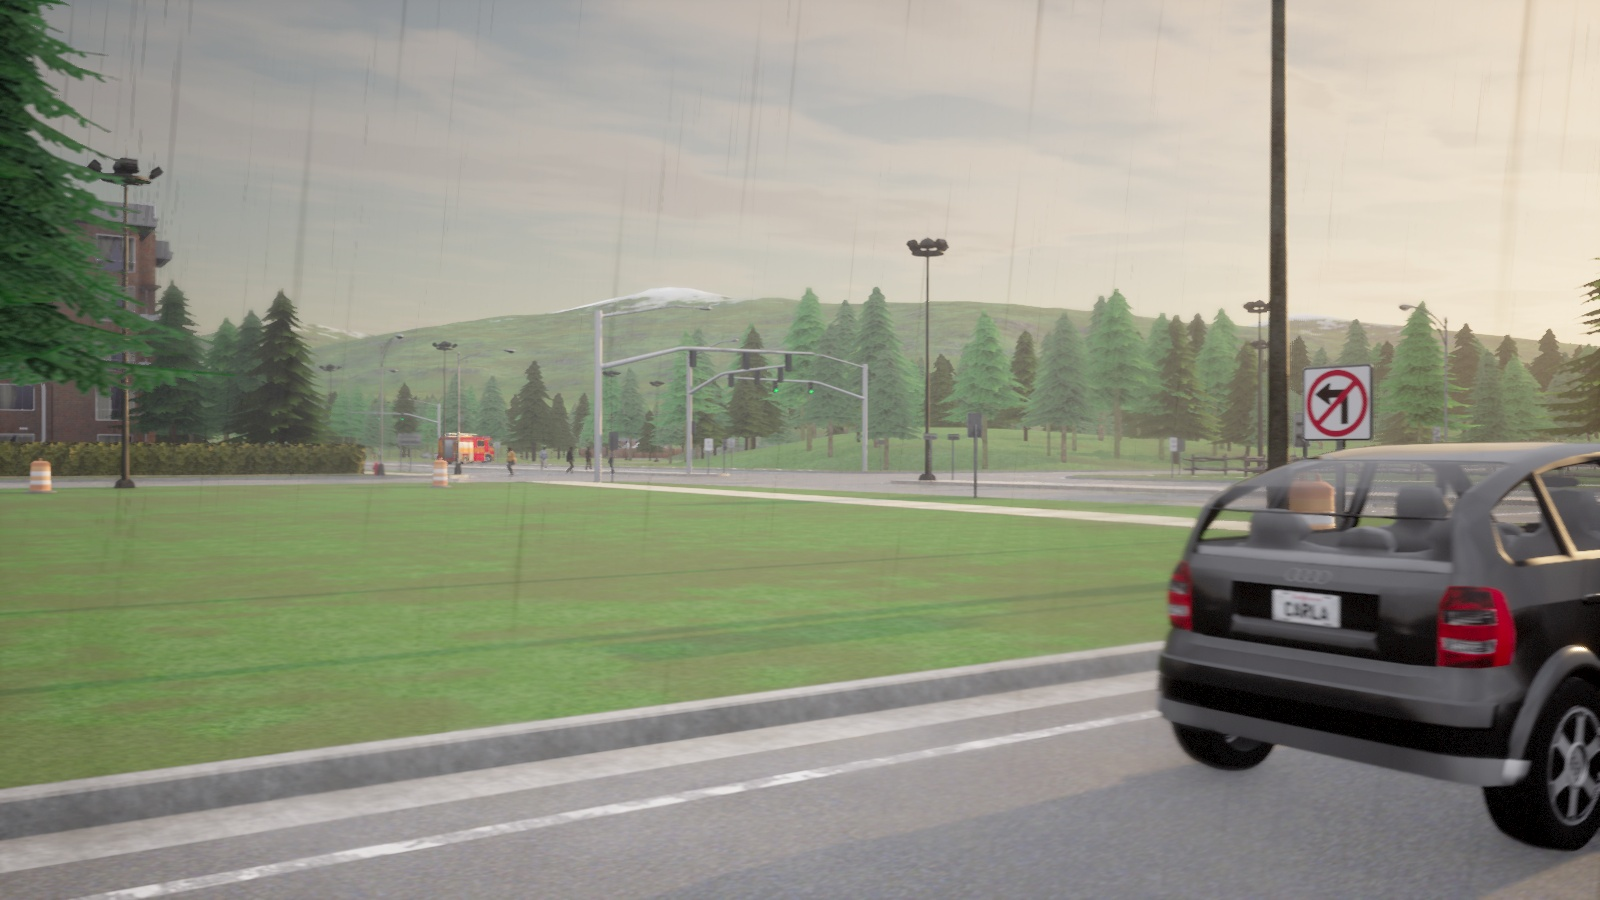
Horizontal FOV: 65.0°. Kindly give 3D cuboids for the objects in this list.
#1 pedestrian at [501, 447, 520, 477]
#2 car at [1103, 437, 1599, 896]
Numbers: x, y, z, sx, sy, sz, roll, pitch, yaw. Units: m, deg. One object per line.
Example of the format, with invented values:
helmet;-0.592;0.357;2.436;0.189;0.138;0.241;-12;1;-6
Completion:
pedestrian;-18.136;0.765;78.635;0.900;1.855;0.874;0;0;-33
car;3.408;0.731;6.030;3.705;1.549;1.789;0;0;-35
